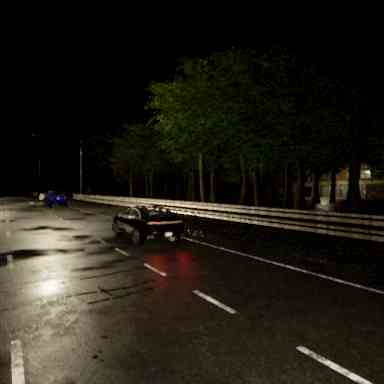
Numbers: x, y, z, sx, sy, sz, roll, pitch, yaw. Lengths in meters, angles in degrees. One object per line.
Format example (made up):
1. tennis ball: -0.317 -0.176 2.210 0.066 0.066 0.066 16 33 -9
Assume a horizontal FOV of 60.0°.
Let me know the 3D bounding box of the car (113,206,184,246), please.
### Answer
1. car: -2.072 1.362 14.708 2.128 1.511 4.902 0 1 -29

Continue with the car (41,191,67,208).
1. car: -16.940 0.859 41.267 2.150 2.045 5.566 0 1 -29

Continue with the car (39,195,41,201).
1. car: -27.590 0.986 62.394 1.812 1.442 4.674 0 0 -21
